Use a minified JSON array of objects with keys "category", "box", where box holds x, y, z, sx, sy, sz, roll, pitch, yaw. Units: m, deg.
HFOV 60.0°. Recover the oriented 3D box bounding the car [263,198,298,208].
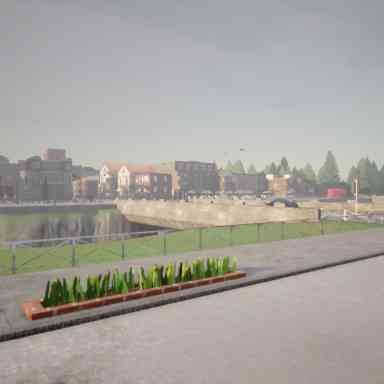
[{"category":"car","box":[11.232,1.525,42.288,1.812,1.442,4.674,0,0,-35]}]
